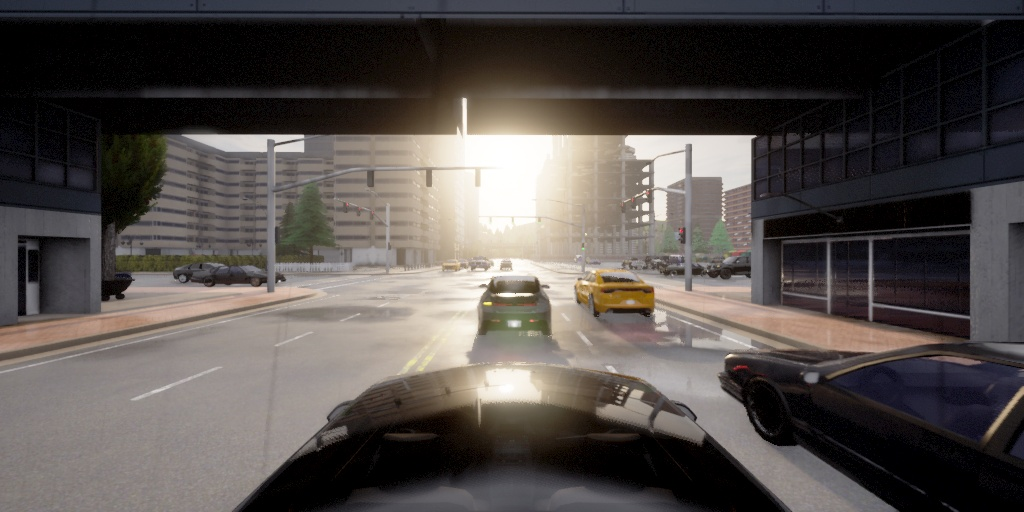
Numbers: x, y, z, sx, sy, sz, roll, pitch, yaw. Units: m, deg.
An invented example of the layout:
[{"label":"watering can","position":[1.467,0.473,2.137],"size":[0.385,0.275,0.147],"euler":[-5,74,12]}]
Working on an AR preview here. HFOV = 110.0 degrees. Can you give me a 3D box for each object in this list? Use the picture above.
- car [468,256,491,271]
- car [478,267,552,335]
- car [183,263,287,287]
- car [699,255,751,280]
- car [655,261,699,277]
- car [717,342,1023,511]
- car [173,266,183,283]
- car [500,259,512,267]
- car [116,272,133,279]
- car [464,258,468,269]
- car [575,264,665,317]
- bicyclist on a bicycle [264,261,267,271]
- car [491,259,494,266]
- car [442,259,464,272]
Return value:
[{"label":"car","position":[-4.518,0.971,50.518],"size":[2.150,2.045,5.566],"euler":[0,0,0]},{"label":"car","position":[0.071,1.257,10.508],"size":[1.837,1.490,4.892],"euler":[0,0,0]},{"label":"car","position":[-18.180,1.297,23.924],"size":[5.357,1.411,2.033],"euler":[0,0,-1]},{"label":"car","position":[19.897,0.971,31.341],"size":[5.566,2.045,2.150],"euler":[0,0,1]},{"label":"car","position":[16.883,1.350,34.879],"size":[4.718,1.301,1.895],"euler":[0,0,0]},{"label":"car","position":[3.601,1.298,2.188],"size":[2.033,1.411,5.357],"euler":[0,0,0]},{"label":"car","position":[-22.939,1.254,27.394],"size":[4.892,1.490,1.837],"euler":[0,0,0]},{"label":"car","position":[-0.843,1.297,55.415],"size":[2.033,1.411,5.357],"euler":[0,0,0]},{"label":"car","position":[-28.367,1.351,23.871],"size":[4.718,1.301,1.895],"euler":[0,0,0]},{"label":"car","position":[-8.055,1.227,57.207],"size":[1.882,1.535,5.008],"euler":[0,0,0]},{"label":"car","position":[3.580,1.227,13.284],"size":[1.882,1.535,5.008],"euler":[0,0,0]},{"label":"bicyclist on a bicycle","position":[-26.004,1.050,38.363],"size":[0.582,1.620,1.656],"euler":[0,0,0]},{"label":"car","position":[-4.565,1.241,60.259],"size":[2.128,1.511,4.902],"euler":[0,0,0]},{"label":"car","position":[-8.001,1.227,47.635],"size":[1.882,1.535,5.008],"euler":[0,0,0]}]
